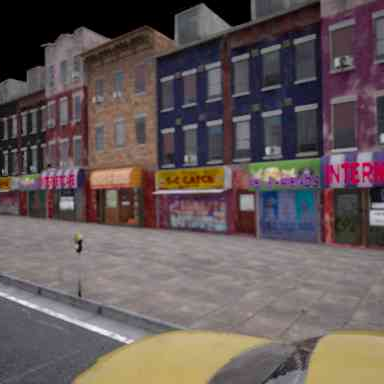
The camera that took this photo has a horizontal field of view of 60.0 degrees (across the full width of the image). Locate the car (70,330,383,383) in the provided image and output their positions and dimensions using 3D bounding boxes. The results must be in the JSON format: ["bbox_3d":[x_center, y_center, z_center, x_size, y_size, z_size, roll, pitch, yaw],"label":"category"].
[{"bbox_3d":[1.125,1.526,2.027,4.829,1.417,1.752,0,-1,36],"label":"car"}]
